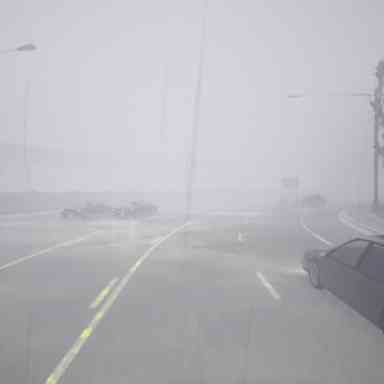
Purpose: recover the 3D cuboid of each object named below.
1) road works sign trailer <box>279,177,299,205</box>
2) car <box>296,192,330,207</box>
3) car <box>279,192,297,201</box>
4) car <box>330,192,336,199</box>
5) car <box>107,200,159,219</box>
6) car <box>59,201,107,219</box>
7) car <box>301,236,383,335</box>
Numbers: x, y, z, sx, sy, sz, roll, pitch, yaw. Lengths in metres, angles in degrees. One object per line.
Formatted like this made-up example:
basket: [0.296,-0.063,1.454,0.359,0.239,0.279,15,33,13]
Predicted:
road works sign trailer: [12.834,-0.142,42.926,2.880,3.560,2.380,-1,1,-43]
car: [14.107,0.937,38.578,1.812,1.442,4.674,-1,0,37]
car: [17.970,0.725,60.617,5.008,1.535,1.882,-1,0,-33]
car: [24.096,0.665,60.340,4.674,1.442,1.812,-1,0,-30]
car: [-4.357,1.324,26.049,1.895,1.301,4.718,0,1,18]
car: [-8.055,1.347,25.794,1.895,1.301,4.718,0,0,17]
car: [3.606,1.484,5.767,2.033,1.411,5.357,0,1,0]
